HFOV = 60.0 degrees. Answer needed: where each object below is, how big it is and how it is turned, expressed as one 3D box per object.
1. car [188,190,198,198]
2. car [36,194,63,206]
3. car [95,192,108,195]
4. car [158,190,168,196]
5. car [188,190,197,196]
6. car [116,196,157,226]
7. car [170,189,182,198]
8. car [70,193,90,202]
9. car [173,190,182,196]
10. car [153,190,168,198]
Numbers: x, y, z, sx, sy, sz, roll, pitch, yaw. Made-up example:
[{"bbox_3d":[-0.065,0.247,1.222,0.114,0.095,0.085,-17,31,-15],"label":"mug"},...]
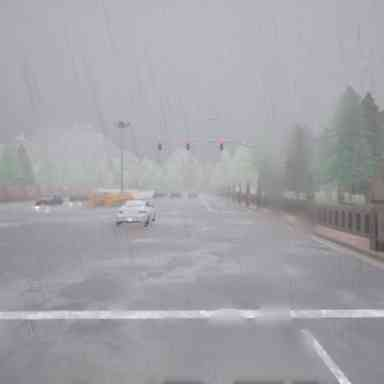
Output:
[{"bbox_3d":[0.148,0.548,68.756,2.033,1.411,5.357,0,1,0],"label":"car"},{"bbox_3d":[-17.493,0.967,40.986,1.994,1.385,4.181,0,1,0],"label":"car"},{"bbox_3d":[-17.375,0.614,64.126,2.033,1.411,5.357,0,1,1],"label":"car"},{"bbox_3d":[-6.829,0.181,79.187,1.837,1.490,4.892,0,1,0],"label":"car"},{"bbox_3d":[0.171,0.221,79.172,2.033,1.411,5.357,0,1,0],"label":"car"},{"bbox_3d":[-3.369,1.228,20.341,1.812,1.442,4.674,0,1,0],"label":"car"},{"bbox_3d":[-3.351,0.346,69.114,2.097,1.767,4.553,0,1,0],"label":"car"},{"bbox_3d":[-17.458,0.845,51.945,1.895,1.301,4.718,0,1,1],"label":"car"},{"bbox_3d":[-3.329,0.234,79.180,1.994,1.385,4.181,0,1,0],"label":"car"},{"bbox_3d":[-6.851,0.344,69.155,2.097,1.767,4.553,0,1,0],"label":"car"}]
